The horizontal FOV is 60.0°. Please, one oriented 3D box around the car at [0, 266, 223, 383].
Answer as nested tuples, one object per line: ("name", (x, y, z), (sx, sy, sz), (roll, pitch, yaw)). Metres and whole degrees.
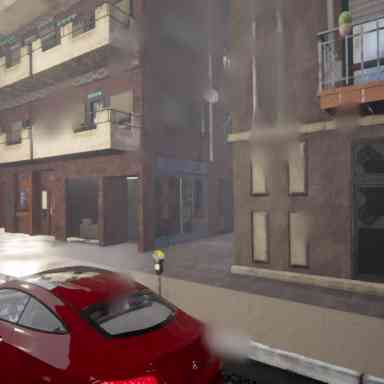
("car", (-1.633, 1.583, 4.010), (4.206, 1.307, 1.802), (0, -1, 35))
